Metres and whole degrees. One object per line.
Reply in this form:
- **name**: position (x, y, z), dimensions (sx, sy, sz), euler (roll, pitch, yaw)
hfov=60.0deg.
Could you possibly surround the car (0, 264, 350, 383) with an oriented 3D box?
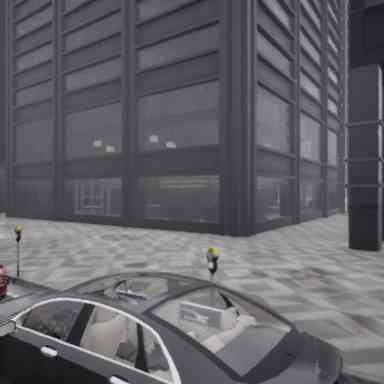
- **car**: position (-0.751, 1.554, 3.495), dimensions (4.403, 1.369, 2.008), euler (0, 0, 35)
